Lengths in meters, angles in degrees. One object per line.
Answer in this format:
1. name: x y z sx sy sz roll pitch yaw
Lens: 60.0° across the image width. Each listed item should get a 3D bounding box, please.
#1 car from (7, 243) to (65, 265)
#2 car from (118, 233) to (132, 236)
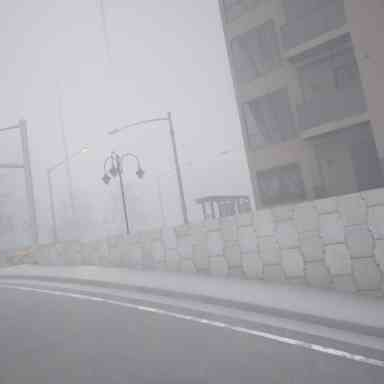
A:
1. car: -13.691 5.361 29.559 1.882 1.535 5.008 -14 -8 35
2. car: -7.850 5.455 37.491 1.895 1.301 4.718 -14 -8 35
